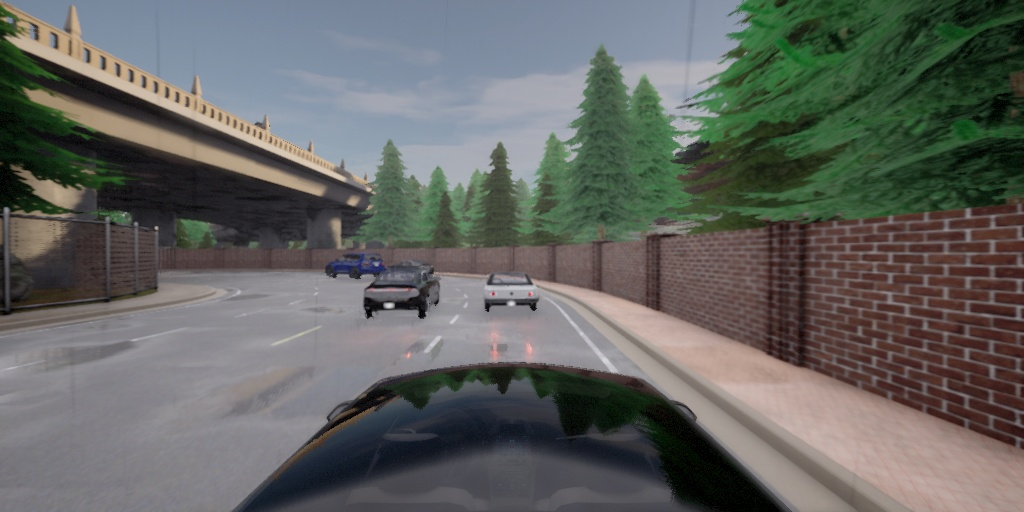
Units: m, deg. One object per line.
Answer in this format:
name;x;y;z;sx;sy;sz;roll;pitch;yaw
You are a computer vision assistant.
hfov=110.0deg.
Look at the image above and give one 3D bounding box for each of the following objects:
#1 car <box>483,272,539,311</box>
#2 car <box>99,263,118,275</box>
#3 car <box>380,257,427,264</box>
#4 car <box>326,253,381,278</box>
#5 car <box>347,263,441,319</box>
car;-0.155;1.262;14.022;1.895;1.301;4.718;0;0;-4
car;-36.727;1.104;31.049;4.181;1.385;1.994;0;0;2
car;-8.667;1.034;30.407;4.902;1.511;2.128;0;0;39
car;-12.699;0.774;29.035;5.566;2.045;2.150;0;0;32
car;-3.642;1.165;12.521;2.128;1.511;4.902;0;1;-4
